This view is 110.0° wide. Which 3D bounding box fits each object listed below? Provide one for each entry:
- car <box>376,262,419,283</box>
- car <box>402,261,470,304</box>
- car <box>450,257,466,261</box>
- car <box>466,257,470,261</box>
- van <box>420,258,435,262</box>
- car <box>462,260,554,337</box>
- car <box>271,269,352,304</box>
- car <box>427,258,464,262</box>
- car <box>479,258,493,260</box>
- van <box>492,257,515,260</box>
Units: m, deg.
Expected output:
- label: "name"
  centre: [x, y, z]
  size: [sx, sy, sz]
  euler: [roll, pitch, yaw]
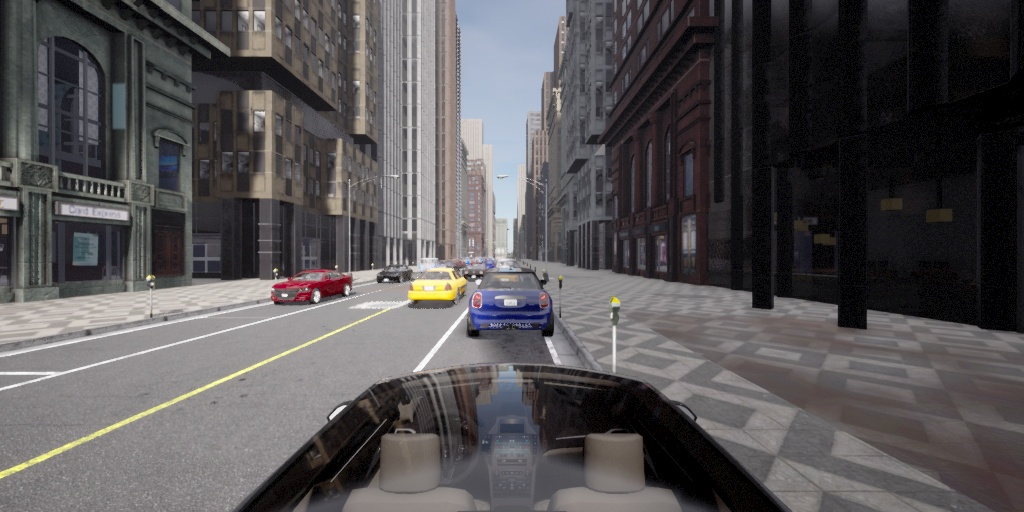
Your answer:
- label: "car"
  centre: [-8.908, 1.323, 27.572]
  size: [1.948, 1.339, 4.313]
  euler: [0, 0, 0]
- label: "car"
  centre: [-3.148, 1.209, 16.160]
  size: [1.801, 1.575, 5.366]
  euler: [0, 0, 0]
- label: "car"
  centre: [-8.908, 1.086, 55.755]
  size: [2.192, 1.841, 5.009]
  euler: [0, 0, 0]
- label: "car"
  centre: [-8.908, 1.320, 61.393]
  size: [1.888, 1.381, 4.507]
  euler: [0, 0, 0]
- label: "van"
  centre: [-8.908, 1.104, 38.846]
  size: [1.690, 1.789, 3.998]
  euler: [0, 0, 0]
- label: "car"
  centre: [-0.032, 1.104, 10.470]
  size: [2.097, 1.767, 4.553]
  euler: [0, 0, 0]
- label: "car"
  centre: [-8.908, 1.297, 16.299]
  size: [1.888, 1.381, 4.507]
  euler: [0, 0, 0]
- label: "car"
  centre: [-6.238, 1.252, 33.896]
  size: [2.128, 1.511, 4.902]
  euler: [0, 0, 0]
- label: "car"
  centre: [-3.051, 1.294, 48.529]
  size: [1.812, 1.442, 4.674]
  euler: [0, 0, 0]
- label: "van"
  centre: [-0.383, 1.098, 27.584]
  size: [1.690, 1.789, 3.998]
  euler: [0, 0, 0]
